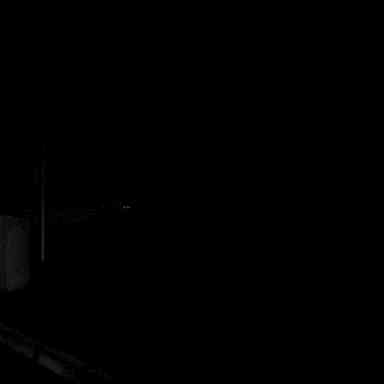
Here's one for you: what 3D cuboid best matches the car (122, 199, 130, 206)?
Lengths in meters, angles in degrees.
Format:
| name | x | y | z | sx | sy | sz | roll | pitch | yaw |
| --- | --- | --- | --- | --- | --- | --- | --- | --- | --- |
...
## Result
| name | x | y | z | sx | sy | sz | roll | pitch | yaw |
| --- | --- | --- | --- | --- | --- | --- | --- | --- | --- |
| car | -8.480 | 1.360 | 49.183 | 1.994 | 1.385 | 4.181 | 0 | 0 | 33 |

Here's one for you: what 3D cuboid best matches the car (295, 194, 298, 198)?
| name | x | y | z | sx | sy | sz | roll | pitch | yaw |
| --- | --- | --- | --- | --- | --- | --- | --- | --- | --- |
| car | 28.210 | 1.355 | 91.289 | 2.128 | 1.511 | 4.902 | 0 | 0 | 36 |

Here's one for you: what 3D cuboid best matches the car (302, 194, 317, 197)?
| name | x | y | z | sx | sy | sz | roll | pitch | yaw |
| --- | --- | --- | --- | --- | --- | --- | --- | --- | --- |
| car | 31.305 | 1.331 | 89.593 | 1.882 | 1.535 | 5.008 | 0 | 0 | 36 |
